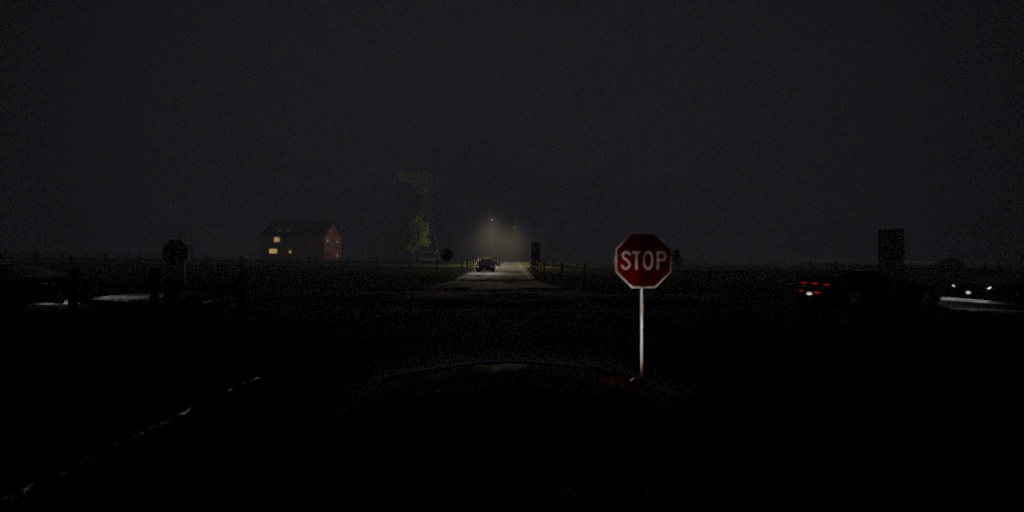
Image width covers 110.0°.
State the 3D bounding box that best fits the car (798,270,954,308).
[{"bbox_3d":[14.802,1.331,14.983,4.892,1.490,1.837,1,0,-1],"label":"car"}]

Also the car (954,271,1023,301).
[{"bbox_3d":[25.492,1.464,17.973,5.357,1.411,2.033,1,0,-1],"label":"car"}]

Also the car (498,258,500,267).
[{"bbox_3d":[-2.827,0.902,55.456,1.837,1.490,4.892,0,0,0],"label":"car"}]

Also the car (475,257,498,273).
[{"bbox_3d":[-2.844,1.029,39.381,1.812,1.442,4.674,0,1,0],"label":"car"}]

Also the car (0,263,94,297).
[{"bbox_3d":[-19.998,1.003,14.520,4.674,1.442,1.812,1,0,-1],"label":"car"}]
